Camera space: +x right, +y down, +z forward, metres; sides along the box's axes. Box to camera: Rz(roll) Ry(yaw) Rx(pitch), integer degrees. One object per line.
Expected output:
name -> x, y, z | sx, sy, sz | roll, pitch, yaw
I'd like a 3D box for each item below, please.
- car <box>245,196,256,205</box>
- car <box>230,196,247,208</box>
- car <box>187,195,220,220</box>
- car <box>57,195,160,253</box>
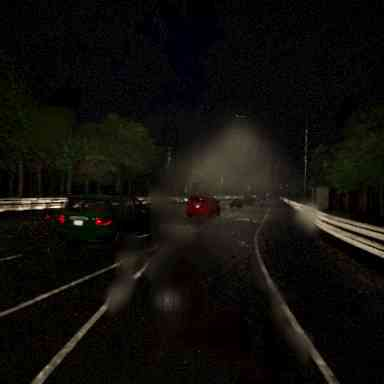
car -> 12.901, 1.836, 76.434 | 2.150, 2.045, 5.566 | 2, 0, 14
car -> 7.526, 1.899, 55.417 | 1.812, 1.442, 4.674 | 2, 0, 14
car -> 1.118, 1.326, 30.279 | 2.150, 2.045, 5.566 | 2, 0, 14
car -> -3.125, 1.149, 13.661 | 2.150, 2.045, 5.566 | 2, 0, 14
